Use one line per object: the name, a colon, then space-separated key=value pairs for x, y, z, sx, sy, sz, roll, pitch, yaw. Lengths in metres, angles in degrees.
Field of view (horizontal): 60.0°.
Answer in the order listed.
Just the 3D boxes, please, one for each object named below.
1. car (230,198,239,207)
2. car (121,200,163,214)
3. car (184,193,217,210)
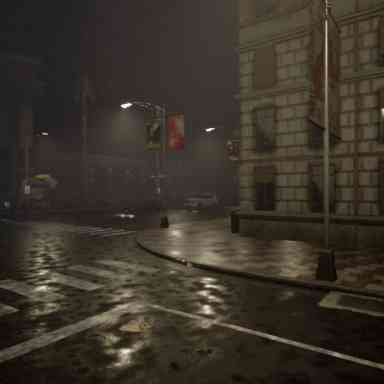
car: x=7.931 y=1.478 z=51.663 sx=5.008 sy=1.535 sz=1.882 roll=0 pitch=0 yaw=-43
car: x=-5.027 y=1.547 z=35.640 sx=2.033 sy=1.411 sz=5.357 roll=0 pitch=0 yaw=36
car: x=1.209 y=1.222 z=44.045 sx=2.150 sy=2.045 sz=5.566 roll=0 pitch=0 yaw=37
